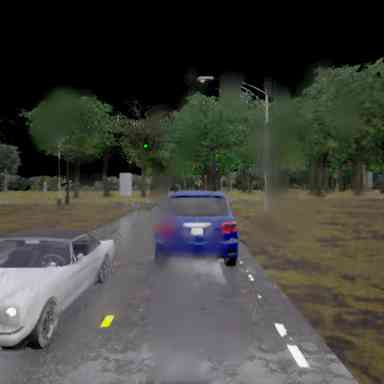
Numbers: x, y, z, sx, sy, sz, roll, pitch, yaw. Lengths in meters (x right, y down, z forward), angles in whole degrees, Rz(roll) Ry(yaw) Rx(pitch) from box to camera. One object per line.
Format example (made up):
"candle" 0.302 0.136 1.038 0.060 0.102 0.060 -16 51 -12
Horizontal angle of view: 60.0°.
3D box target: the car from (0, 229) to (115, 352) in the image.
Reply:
"car" -2.846 1.440 6.062 1.895 1.301 4.718 0 1 0

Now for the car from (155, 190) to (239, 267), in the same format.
"car" 0.102 0.947 10.495 2.150 2.045 5.566 0 1 0

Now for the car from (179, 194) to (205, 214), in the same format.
"car" -0.100 0.920 26.766 1.895 1.301 4.718 0 1 -3
